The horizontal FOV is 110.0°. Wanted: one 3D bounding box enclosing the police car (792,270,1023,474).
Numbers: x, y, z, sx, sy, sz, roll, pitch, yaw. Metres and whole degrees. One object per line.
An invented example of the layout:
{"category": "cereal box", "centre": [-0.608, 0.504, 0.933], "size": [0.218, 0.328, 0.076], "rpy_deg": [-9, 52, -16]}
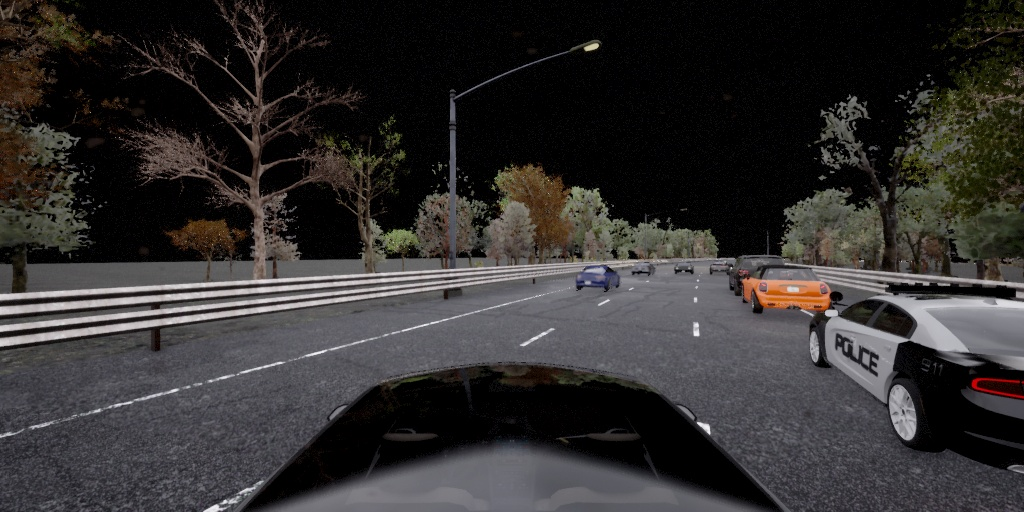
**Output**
{"category": "police car", "centre": [5.640, 1.175, 4.751], "size": [1.930, 1.638, 5.238], "rpy_deg": [0, 0, 26]}

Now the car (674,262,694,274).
{"category": "car", "centre": [19.556, 1.370, 40.604], "size": [1.895, 1.301, 4.718], "rpy_deg": [0, 0, 29]}

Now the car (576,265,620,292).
{"category": "car", "centre": [5.146, 1.278, 21.277], "size": [1.812, 1.442, 4.674], "rpy_deg": [0, 0, 27]}

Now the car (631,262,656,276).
{"category": "car", "centre": [13.777, 1.311, 37.408], "size": [2.033, 1.411, 5.357], "rpy_deg": [0, 0, 29]}

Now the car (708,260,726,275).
{"category": "car", "centre": [22.697, 1.262, 39.216], "size": [2.128, 1.511, 4.902], "rpy_deg": [0, 0, 30]}

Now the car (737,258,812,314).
{"category": "car", "centre": [10.025, 1.102, 13.443], "size": [2.097, 1.767, 4.553], "rpy_deg": [0, 0, 27]}

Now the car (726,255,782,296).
{"category": "car", "centre": [12.774, 0.978, 18.758], "size": [2.150, 2.045, 5.566], "rpy_deg": [0, 0, 28]}
